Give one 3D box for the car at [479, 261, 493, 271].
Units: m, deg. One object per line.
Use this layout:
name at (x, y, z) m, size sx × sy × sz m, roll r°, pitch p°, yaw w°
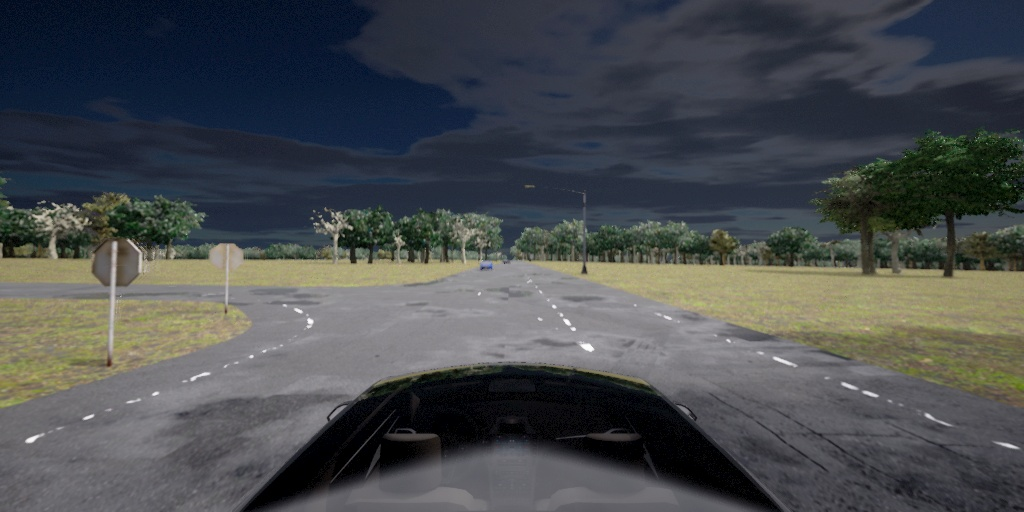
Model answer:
car at (-3.809, 1.460, 53.955) m, size 1.882 × 1.535 × 5.008 m, roll 0°, pitch 0°, yaw 0°
